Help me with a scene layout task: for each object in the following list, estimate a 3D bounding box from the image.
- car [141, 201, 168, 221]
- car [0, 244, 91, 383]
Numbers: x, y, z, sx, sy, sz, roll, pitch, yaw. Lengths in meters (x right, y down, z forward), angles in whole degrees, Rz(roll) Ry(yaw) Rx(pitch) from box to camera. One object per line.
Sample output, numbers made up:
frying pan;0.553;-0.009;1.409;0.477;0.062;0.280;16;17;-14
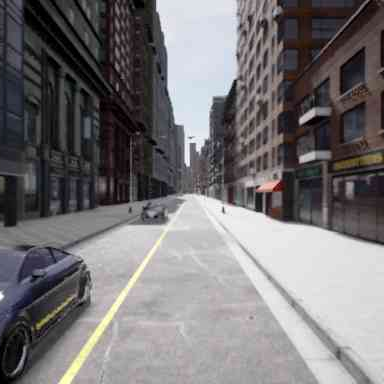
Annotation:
car;-3.008;1.508;27.399;2.128;1.511;4.902;0;0;0
car;-3.076;1.566;5.227;1.994;1.385;4.181;0;0;0
